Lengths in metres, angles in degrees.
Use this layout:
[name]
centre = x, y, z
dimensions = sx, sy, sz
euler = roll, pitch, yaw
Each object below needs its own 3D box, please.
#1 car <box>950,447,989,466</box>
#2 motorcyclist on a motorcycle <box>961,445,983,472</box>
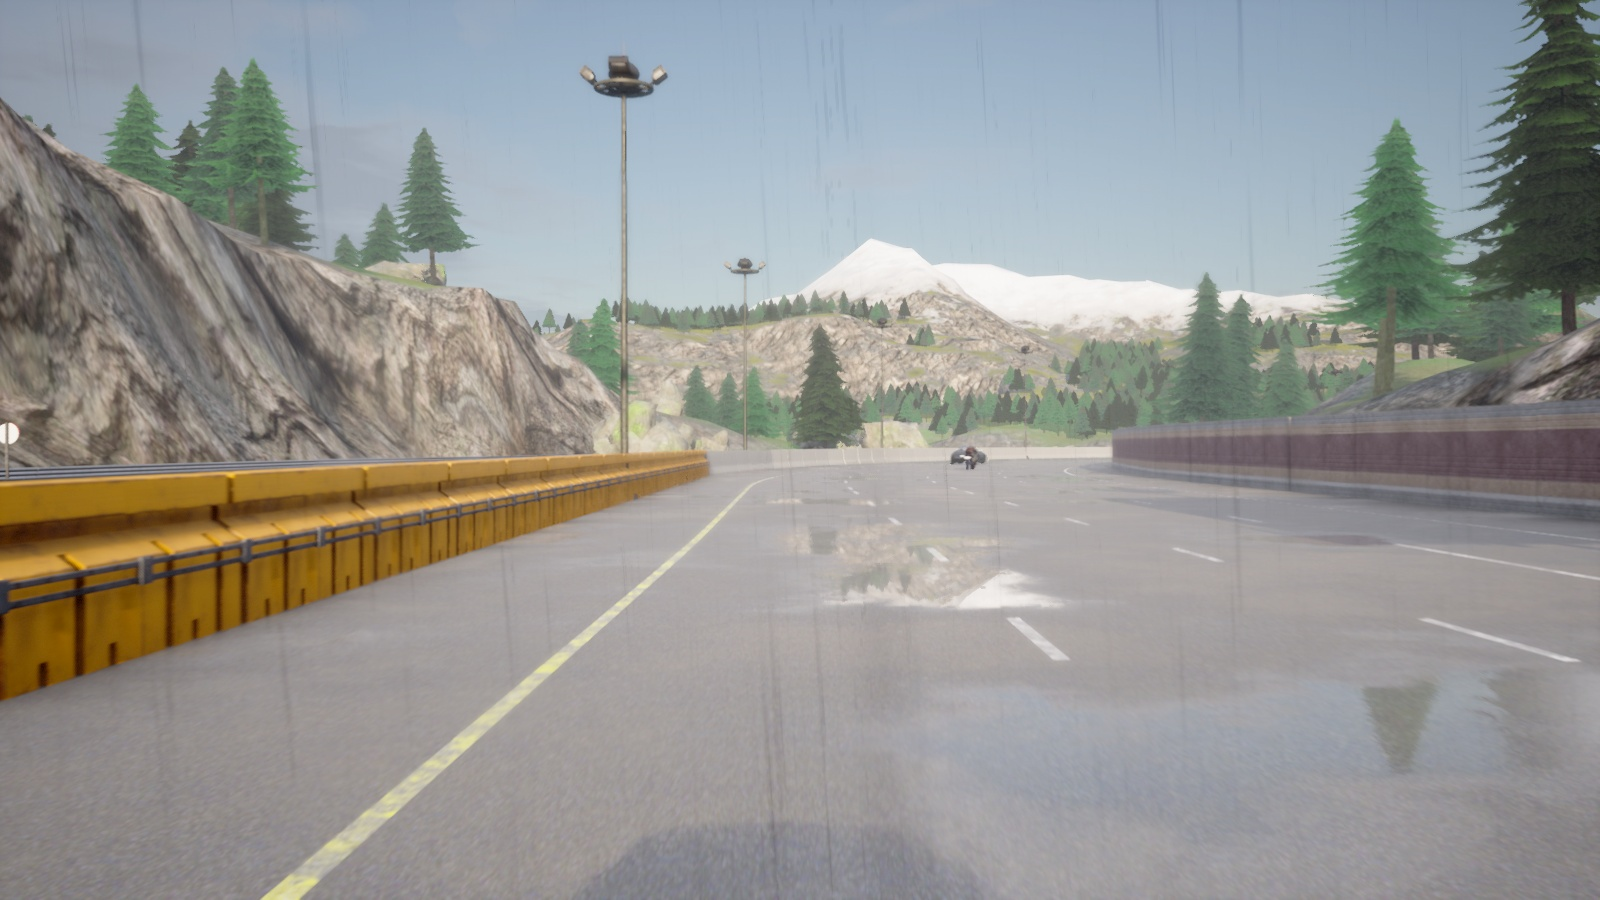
[car]
centre = 12.691, 0.455, 93.885
dimensions = 1.994, 1.385, 4.181
euler = 0, 0, 21
[motorcyclist on a motorcycle]
centre = 10.123, 0.502, 73.921
dimensions = 0.866, 1.530, 2.191
euler = 0, 0, 19
